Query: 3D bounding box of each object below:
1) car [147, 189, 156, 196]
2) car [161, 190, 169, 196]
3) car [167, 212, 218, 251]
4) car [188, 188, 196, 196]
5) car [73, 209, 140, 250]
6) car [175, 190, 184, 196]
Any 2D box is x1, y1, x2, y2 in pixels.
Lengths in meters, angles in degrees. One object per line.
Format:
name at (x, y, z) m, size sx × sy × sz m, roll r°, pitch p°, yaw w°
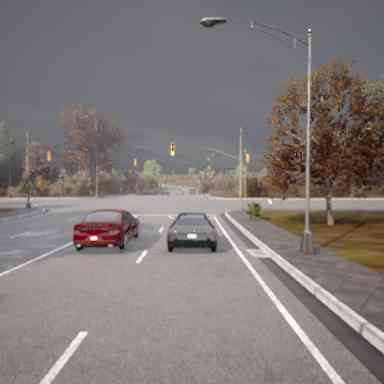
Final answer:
car at (-10.469, 0.082, 86.346) m, size 2.097 × 1.767 × 4.553 m, roll 0°, pitch -1°, yaw 0°
car at (-6.969, 0.266, 86.313) m, size 2.033 × 1.411 × 5.357 m, roll 0°, pitch -1°, yaw 0°
car at (0.009, 1.543, 14.090) m, size 1.994 × 1.385 × 4.181 m, roll 0°, pitch 1°, yaw 0°
car at (0.032, 0.255, 88.372) m, size 2.128 × 1.511 × 4.902 m, roll 0°, pitch -1°, yaw 0°
car at (-3.489, 1.453, 14.311) m, size 1.882 × 1.535 × 5.008 m, roll 0°, pitch 1°, yaw 0°
car at (-3.468, 0.348, 88.819) m, size 1.895 × 1.301 × 4.718 m, roll 0°, pitch -1°, yaw 0°
